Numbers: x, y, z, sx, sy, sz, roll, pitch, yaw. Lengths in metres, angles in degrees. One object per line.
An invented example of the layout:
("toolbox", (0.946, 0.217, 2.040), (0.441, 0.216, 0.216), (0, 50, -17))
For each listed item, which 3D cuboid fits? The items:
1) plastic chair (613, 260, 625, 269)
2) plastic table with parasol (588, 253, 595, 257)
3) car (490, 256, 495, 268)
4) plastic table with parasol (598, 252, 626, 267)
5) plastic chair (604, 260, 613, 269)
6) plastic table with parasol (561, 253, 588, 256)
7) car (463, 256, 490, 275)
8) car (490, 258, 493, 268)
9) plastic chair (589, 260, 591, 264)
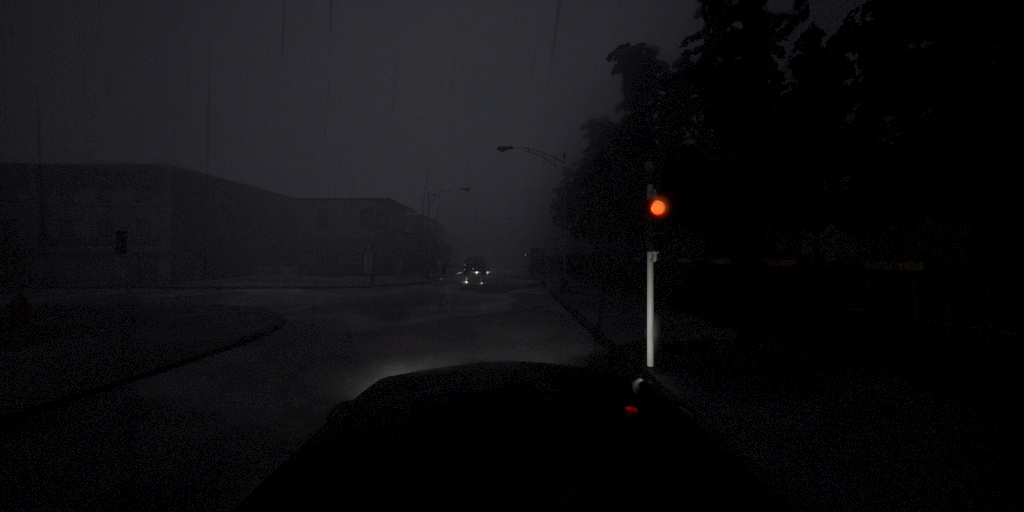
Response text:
("plastic chair", (16.066, 1.296, 54.095), (0.750, 1.272, 0.730), (0, 0, -40))
("plastic table with parasol", (14.718, 0.673, 63.308), (2.482, 2.480, 2.482), (0, 0, -42))
("car", (-4.027, 0.972, 60.524), (2.150, 2.045, 5.566), (0, 0, 1))
("plastic table with parasol", (15.334, 0.694, 55.094), (2.482, 2.480, 2.482), (0, 0, -40))
("plastic chair", (14.359, 1.306, 54.193), (0.730, 1.272, 0.750), (0, 0, -35))
("plastic table with parasol", (10.016, 0.684, 57.837), (2.482, 2.480, 2.482), (0, 0, -40))
("car", (-4.070, 0.971, 40.154), (2.150, 2.045, 5.566), (0, 0, 0))
("car", (-4.056, 1.351, 50.331), (1.895, 1.301, 4.718), (0, 0, 0))
("plastic chair", (13.765, 1.304, 62.421), (0.730, 1.272, 0.750), (0, 0, -35))
